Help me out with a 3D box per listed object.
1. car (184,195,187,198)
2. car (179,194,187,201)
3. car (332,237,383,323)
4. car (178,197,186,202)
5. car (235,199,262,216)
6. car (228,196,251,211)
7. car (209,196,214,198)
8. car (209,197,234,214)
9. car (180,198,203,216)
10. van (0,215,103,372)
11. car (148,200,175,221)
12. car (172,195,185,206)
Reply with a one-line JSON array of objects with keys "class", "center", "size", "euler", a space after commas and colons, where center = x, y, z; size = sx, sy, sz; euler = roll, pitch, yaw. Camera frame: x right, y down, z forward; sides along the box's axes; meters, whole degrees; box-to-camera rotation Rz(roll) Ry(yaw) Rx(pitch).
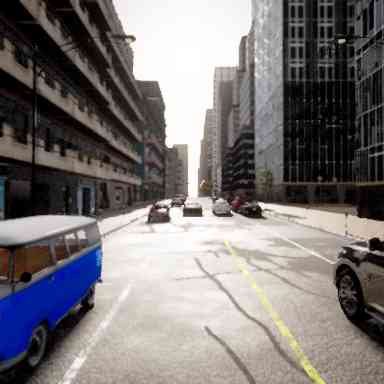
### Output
[{"class": "car", "center": [-2.524, 1.492, 66.105], "size": [2.192, 1.841, 5.009], "euler": [1, 0, 0]}, {"class": "car", "center": [-2.464, 1.637, 93.722], "size": [2.192, 1.841, 5.009], "euler": [1, 0, 0]}, {"class": "car", "center": [3.833, 1.238, 4.176], "size": [2.150, 2.045, 5.566], "euler": [0, 0, 0]}, {"class": "car", "center": [-2.489, 1.827, 82.674], "size": [1.947, 1.339, 4.313], "euler": [1, 0, 0]}, {"class": "car", "center": [5.774, 1.648, 32.946], "size": [1.947, 1.339, 4.313], "euler": [1, 0, 0]}, {"class": "car", "center": [5.791, 1.413, 38.470], "size": [2.192, 1.841, 5.009], "euler": [1, 0, 0]}, {"class": "car", "center": [5.891, 1.865, 82.653], "size": [1.802, 1.307, 4.206], "euler": [1, 0, 0]}, {"class": "car", "center": [3.168, 1.611, 36.660], "size": [1.812, 1.442, 4.674], "euler": [0, 0, 0]}, {"class": "car", "center": [0.075, 1.632, 33.532], "size": [1.994, 1.385, 4.181], "euler": [0, 0, 0]}, {"class": "van", "center": [-2.667, 1.341, 5.354], "size": [1.690, 1.788, 3.998], "euler": [1, 0, 0]}, {"class": "car", "center": [-2.620, 1.627, 27.445], "size": [1.802, 1.307, 4.206], "euler": [1, 0, 0]}, {"class": "car", "center": [-2.553, 1.676, 55.058], "size": [1.887, 1.381, 4.507], "euler": [1, 0, 0]}]
